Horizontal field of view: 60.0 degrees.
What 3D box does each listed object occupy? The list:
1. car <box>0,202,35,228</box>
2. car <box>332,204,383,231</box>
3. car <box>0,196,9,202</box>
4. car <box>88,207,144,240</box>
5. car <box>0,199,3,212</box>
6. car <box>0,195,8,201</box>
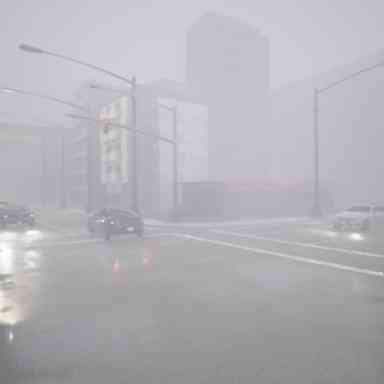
[{"bbox_3d":[-11.901,1.573,22.335,1.895,1.301,4.718,-1,0,-35],"label":"car"},{"bbox_3d":[10.364,1.454,19.937,4.674,1.442,1.812,0,0,-35],"label":"car"},{"bbox_3d":[-17.555,1.450,30.406,1.882,1.535,5.008,-1,0,-35],"label":"car"},{"bbox_3d":[-3.907,1.476,16.885,1.812,1.442,4.674,0,0,-30],"label":"car"},{"bbox_3d":[-23.264,1.538,38.582,1.994,1.385,4.181,-1,0,-34],"label":"car"},{"bbox_3d":[-42.441,1.236,73.016,4.536,1.218,1.853,0,0,35],"label":"car"}]
